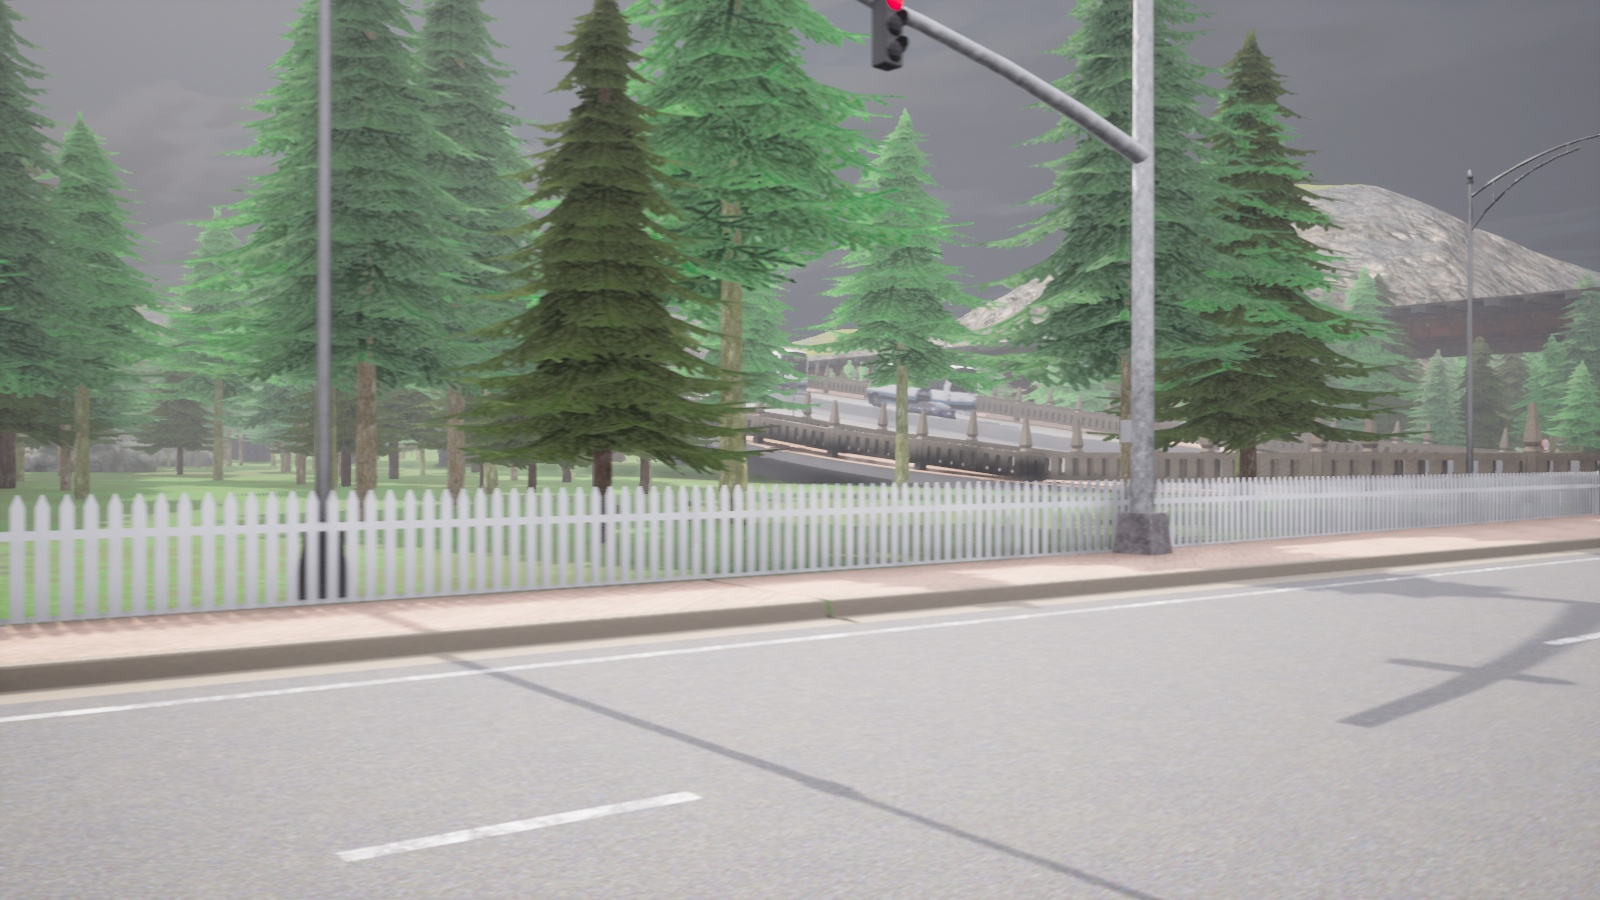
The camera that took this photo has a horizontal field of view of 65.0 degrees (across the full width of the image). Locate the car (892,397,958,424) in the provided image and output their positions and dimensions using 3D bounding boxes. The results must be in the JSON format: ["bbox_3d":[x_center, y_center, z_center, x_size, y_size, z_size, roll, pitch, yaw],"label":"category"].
[{"bbox_3d":[9.311,-2.986,94.029,2.163,1.488,4.792,0,7,-36],"label":"car"}]
